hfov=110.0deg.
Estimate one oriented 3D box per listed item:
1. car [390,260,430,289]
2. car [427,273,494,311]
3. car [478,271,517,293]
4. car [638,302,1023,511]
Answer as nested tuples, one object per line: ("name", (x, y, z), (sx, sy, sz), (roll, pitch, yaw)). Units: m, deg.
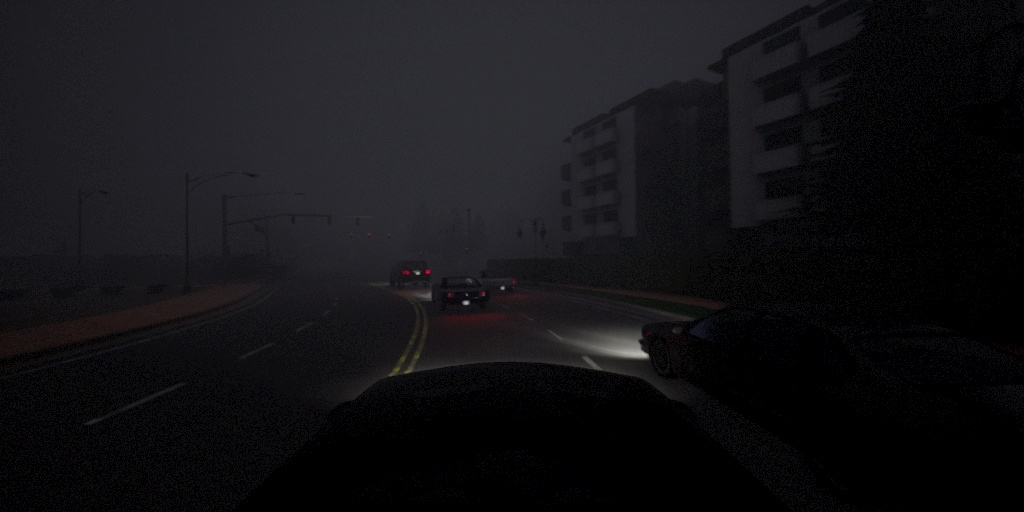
("car", (-7.845, 1.349, 27.410), (2.150, 2.045, 5.566), (0, -1, -28))
("car", (-2.416, 1.533, 15.768), (1.895, 1.301, 4.718), (-1, -1, -18))
("car", (-1.462, 1.594, 22.625), (1.895, 1.301, 4.718), (0, -1, -25))
("car", (3.425, 1.281, 4.306), (2.033, 1.411, 5.357), (-1, -1, -4))
